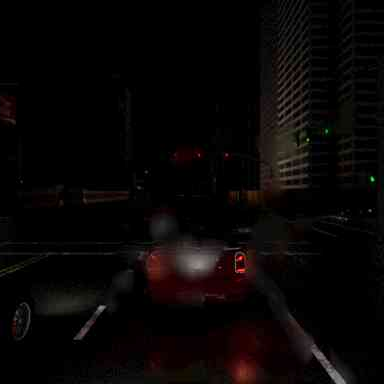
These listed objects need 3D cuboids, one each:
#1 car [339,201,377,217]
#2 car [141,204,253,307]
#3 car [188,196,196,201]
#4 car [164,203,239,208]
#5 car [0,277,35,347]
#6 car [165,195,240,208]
[{"bbox_3d":[16.291,1.547,30.177,5.357,1.411,2.033,0,0,0],"label":"car"},{"bbox_3d":[0.105,1.352,8.125,2.097,1.767,4.553,0,0,0],"label":"car"},{"bbox_3d":[0.057,1.595,83.474,1.895,1.301,4.718,0,0,0],"label":"car"},{"bbox_3d":[-0.249,1.547,19.400,5.357,1.411,2.033,0,0,0],"label":"car"},{"bbox_3d":[-3.396,1.526,3.350,1.812,1.442,4.674,0,0,0],"label":"car"},{"bbox_3d":[0.687,1.221,22.905,5.566,2.045,2.150,0,0,0],"label":"car"}]
